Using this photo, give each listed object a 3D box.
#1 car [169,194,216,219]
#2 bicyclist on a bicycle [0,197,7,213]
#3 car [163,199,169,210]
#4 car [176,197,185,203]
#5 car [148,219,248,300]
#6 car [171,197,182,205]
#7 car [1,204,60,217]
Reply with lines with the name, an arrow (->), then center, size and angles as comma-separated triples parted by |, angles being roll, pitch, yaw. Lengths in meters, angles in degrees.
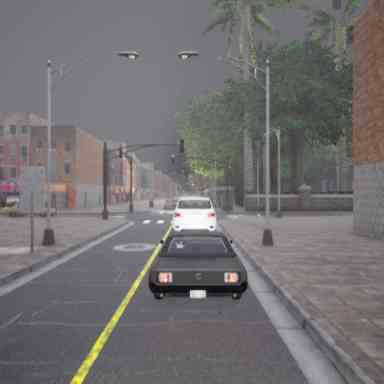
car -> 0.135, 1.236, 18.138 | 2.150, 2.045, 5.566 | 0, 0, 0
bicyclist on a bicycle -> -20.085, 1.384, 35.362 | 0.582, 1.620, 1.656 | 0, 0, 0
car -> -2.774, 1.652, 44.147 | 1.895, 1.301, 4.718 | 0, 0, 0
car -> -2.629, 1.693, 74.819 | 1.895, 1.301, 4.718 | 0, 0, 0
car -> 0.114, 1.606, 8.373 | 1.895, 1.301, 4.718 | 0, 0, 0
car -> -2.721, 1.600, 59.674 | 1.812, 1.442, 4.674 | 0, 0, 0
car -> -14.392, 1.581, 29.713 | 4.829, 1.417, 1.752 | 0, 0, 0
